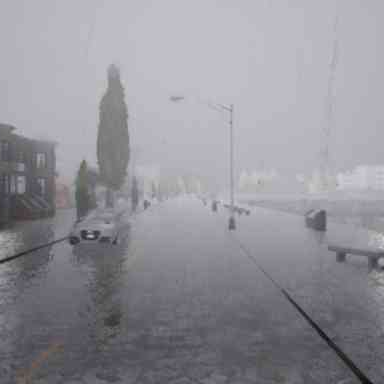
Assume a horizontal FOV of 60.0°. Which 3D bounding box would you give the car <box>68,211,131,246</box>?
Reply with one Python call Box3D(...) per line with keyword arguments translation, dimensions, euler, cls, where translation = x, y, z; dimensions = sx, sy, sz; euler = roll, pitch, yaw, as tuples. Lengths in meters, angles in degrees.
Box3D(translation=(-4.103, 1.594, 15.389), dimensions=(1.994, 1.385, 4.181), euler=(0, 0, 0), cls="car")
